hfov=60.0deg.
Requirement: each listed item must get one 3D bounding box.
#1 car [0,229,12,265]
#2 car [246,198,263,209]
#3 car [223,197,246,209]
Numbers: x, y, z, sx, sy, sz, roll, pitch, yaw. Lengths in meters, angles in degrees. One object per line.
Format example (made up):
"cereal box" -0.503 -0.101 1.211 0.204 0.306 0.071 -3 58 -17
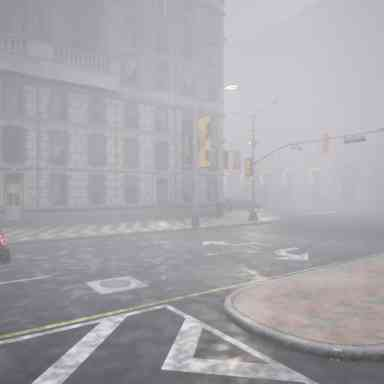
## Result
"car" -7.317 1.352 8.608 4.553 1.767 2.097 0 0 -35
"car" 7.392 1.547 46.352 2.033 1.411 5.357 0 0 -36
"car" 4.518 1.505 44.363 1.837 1.490 4.892 0 0 -36
